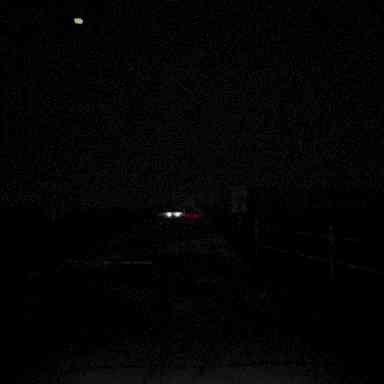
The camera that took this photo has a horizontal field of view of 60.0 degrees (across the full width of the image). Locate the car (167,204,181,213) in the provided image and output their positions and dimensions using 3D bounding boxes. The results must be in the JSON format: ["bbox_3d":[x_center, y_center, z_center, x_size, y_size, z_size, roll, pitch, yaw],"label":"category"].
[{"bbox_3d":[-2.763,2.483,51.695,1.994,1.385,4.181,0,-1,0],"label":"car"}]

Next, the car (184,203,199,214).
[{"bbox_3d":[-0.011,2.329,46.667,2.128,1.511,4.902,0,-1,0],"label":"car"}]

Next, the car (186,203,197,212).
[{"bbox_3d":[-0.014,2.551,56.703,1.812,1.442,4.674,0,-1,0],"label":"car"}]
